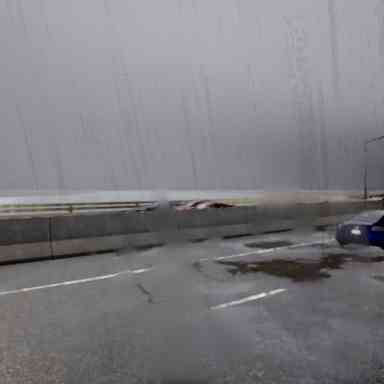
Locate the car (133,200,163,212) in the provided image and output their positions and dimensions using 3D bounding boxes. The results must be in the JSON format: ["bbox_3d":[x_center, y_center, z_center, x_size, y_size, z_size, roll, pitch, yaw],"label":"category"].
[{"bbox_3d":[-2.289,1.409,28.090,5.357,1.411,2.033,-1,0,-35],"label":"car"}]

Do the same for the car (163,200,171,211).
[{"bbox_3d":[0.588,1.330,25.832,5.008,1.535,1.882,-1,0,-35],"label":"car"}]

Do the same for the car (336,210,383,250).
[{"bbox_3d":[7.722,1.430,13.490,4.181,1.385,1.994,-1,0,-35],"label":"car"}]

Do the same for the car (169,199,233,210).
[{"bbox_3d":[1.116,1.395,21.923,4.674,1.442,1.812,-1,0,-35],"label":"car"}]

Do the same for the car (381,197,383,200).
[{"bbox_3d":[31.006,0.948,51.123,5.008,1.535,1.882,-1,0,-34],"label":"car"}]
